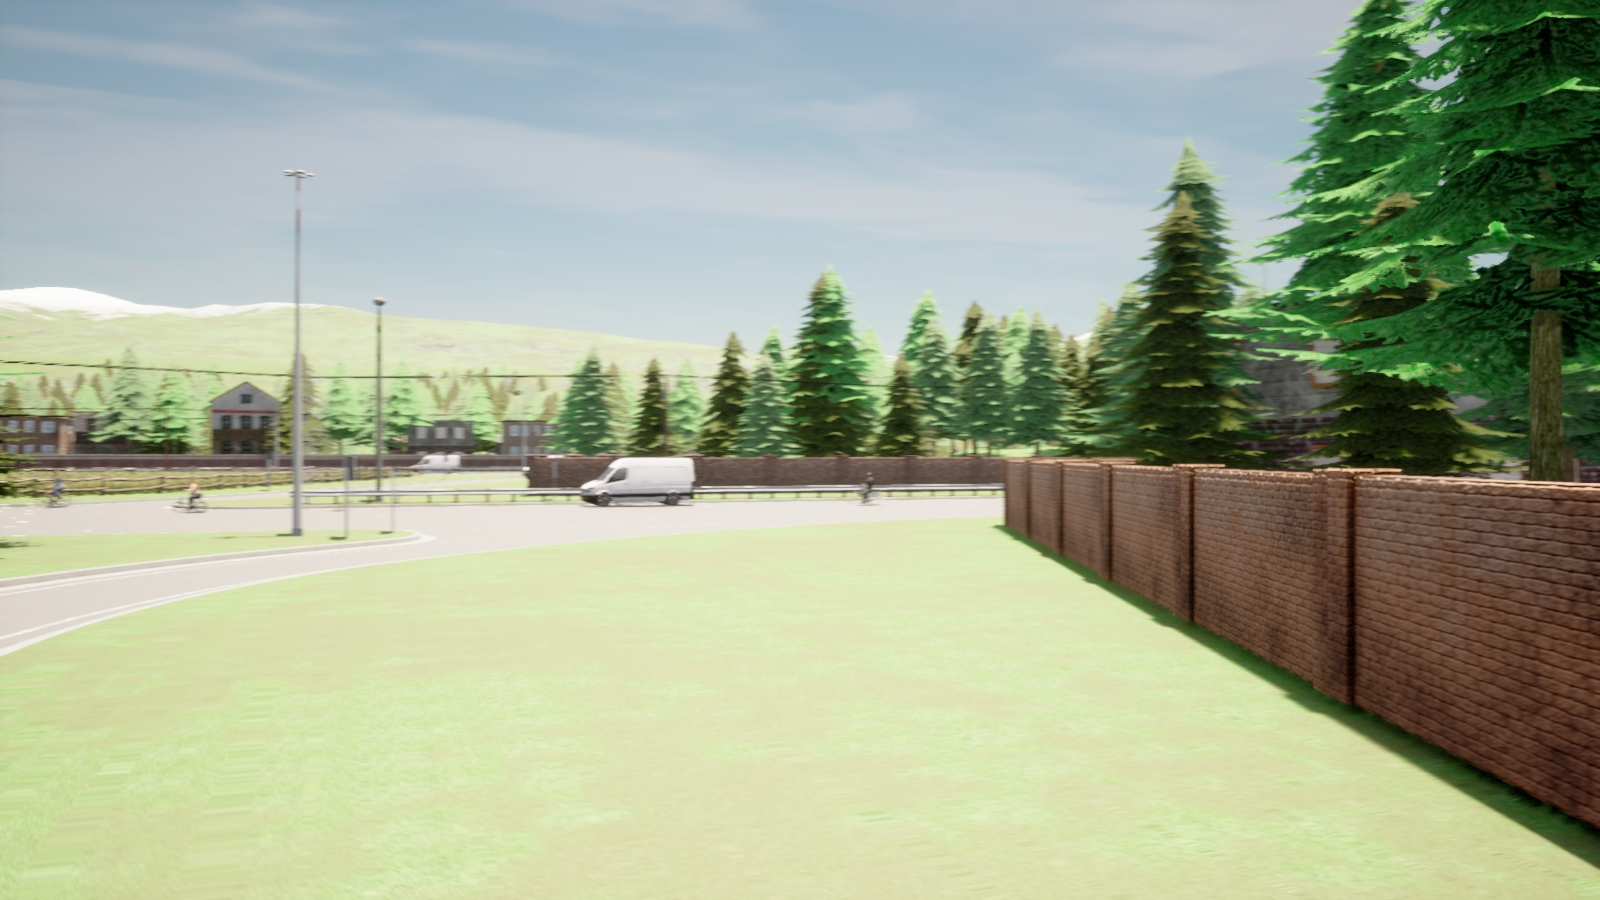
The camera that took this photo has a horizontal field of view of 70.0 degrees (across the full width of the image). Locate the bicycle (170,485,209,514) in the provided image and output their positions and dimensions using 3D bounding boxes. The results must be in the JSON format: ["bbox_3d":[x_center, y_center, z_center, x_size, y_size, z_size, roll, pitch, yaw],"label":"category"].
[{"bbox_3d":[-28.338,2.292,53.055,1.487,1.276,0.859,0,0,-20],"label":"bicycle"}]

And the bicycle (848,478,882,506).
[{"bbox_3d":[3.486,2.253,61.138,1.835,1.471,0.329,0,0,-20],"label":"bicycle"}]

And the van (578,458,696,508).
[{"bbox_3d":[-8.601,1.712,60.384,5.915,2.561,1.988,0,0,-20],"label":"van"}]

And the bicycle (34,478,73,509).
[{"bbox_3d":[-37.817,2.194,57.906,0.373,1.496,1.643,-2,-1,29],"label":"bicycle"}]
